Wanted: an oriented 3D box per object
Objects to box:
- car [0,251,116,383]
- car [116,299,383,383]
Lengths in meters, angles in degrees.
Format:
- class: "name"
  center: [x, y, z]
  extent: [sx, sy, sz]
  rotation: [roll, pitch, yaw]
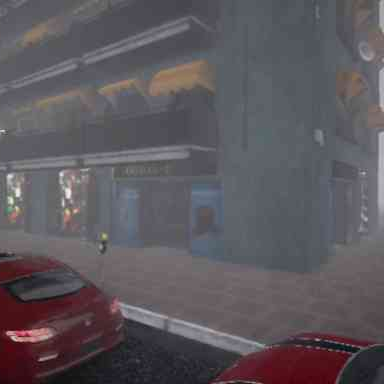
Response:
- class: "car"
  center: [-2.813, 1.556, 4.880]
  extent: [4.206, 1.307, 1.802]
  rotation: [0, 0, 36]
- class: "car"
  center: [1.799, 1.444, 1.591]
  extent: [4.097, 1.590, 1.967]
  rotation: [0, 0, 36]
